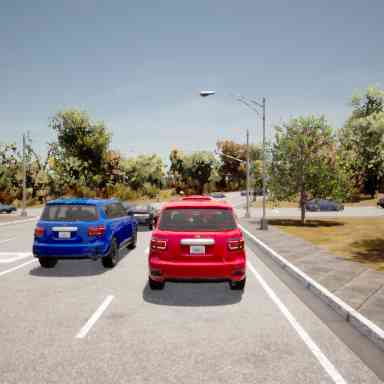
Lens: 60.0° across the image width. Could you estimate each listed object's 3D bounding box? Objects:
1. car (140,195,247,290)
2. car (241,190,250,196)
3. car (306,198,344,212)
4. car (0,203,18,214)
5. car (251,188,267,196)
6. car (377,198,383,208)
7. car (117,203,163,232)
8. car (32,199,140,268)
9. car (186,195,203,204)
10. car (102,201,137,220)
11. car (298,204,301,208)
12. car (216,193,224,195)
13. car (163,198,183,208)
[{"bbox_3d":[0.129,1.230,9.235,2.150,2.045,5.566,0,0,0],"label":"car"},{"bbox_3d":[14.251,0.262,86.364,2.128,1.511,4.902,0,3,33],"label":"car"},{"bbox_3d":[15.736,1.615,39.419,4.181,1.385,1.994,-1,0,4],"label":"car"},{"bbox_3d":[-22.992,1.815,38.057,5.357,1.411,2.033,-2,0,3],"label":"car"},{"bbox_3d":[17.566,-0.079,85.080,2.150,2.045,5.566,0,3,33],"label":"car"},{"bbox_3d":[26.653,1.045,42.272,5.566,2.045,2.150,-2,0,3],"label":"car"},{"bbox_3d":[-3.168,1.536,21.367,2.128,1.511,4.902,0,0,1],"label":"car"},{"bbox_3d":[-3.353,1.235,11.514,2.150,2.045,5.566,0,0,1],"label":"car"},{"bbox_3d":[0.612,1.434,65.726,1.882,1.535,5.008,0,2,19],"label":"car"},{"bbox_3d":[-6.427,1.597,29.875,1.812,1.442,4.674,0,0,4],"label":"car"},{"bbox_3d":[16.264,1.562,42.894,4.892,1.490,1.837,-1,0,3],"label":"car"},{"bbox_3d":[6.356,0.886,79.307,1.994,1.385,4.181,0,3,26],"label":"car"},{"bbox_3d":[-2.958,1.705,53.302,1.994,1.385,4.181,0,0,14],"label":"car"}]
